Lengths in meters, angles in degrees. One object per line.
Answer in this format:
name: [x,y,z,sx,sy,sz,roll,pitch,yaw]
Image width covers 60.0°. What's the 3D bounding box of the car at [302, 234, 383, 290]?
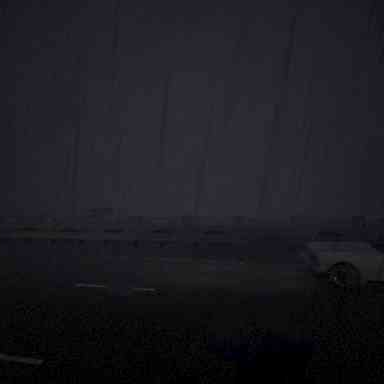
car: [5.197,1.634,8.225,4.718,1.301,1.895,0,0,13]
